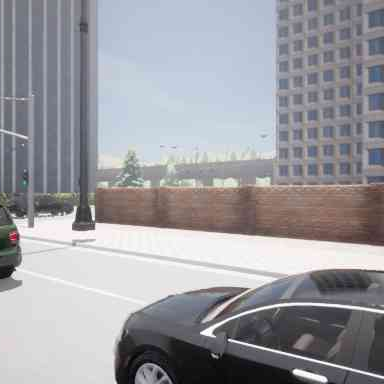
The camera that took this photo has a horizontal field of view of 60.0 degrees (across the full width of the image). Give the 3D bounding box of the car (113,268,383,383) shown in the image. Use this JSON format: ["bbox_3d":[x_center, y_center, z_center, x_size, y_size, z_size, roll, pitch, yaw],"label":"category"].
[{"bbox_3d":[1.368,1.505,3.016,4.892,1.490,1.837,0,0,35],"label":"car"}]

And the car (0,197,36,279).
[{"bbox_3d":[-6.715,1.221,8.752,5.566,2.045,2.150,0,0,35],"label":"car"}]

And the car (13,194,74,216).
[{"bbox_3d":[-13.604,1.221,30.270,2.150,2.045,5.566,0,0,35],"label":"car"}]
